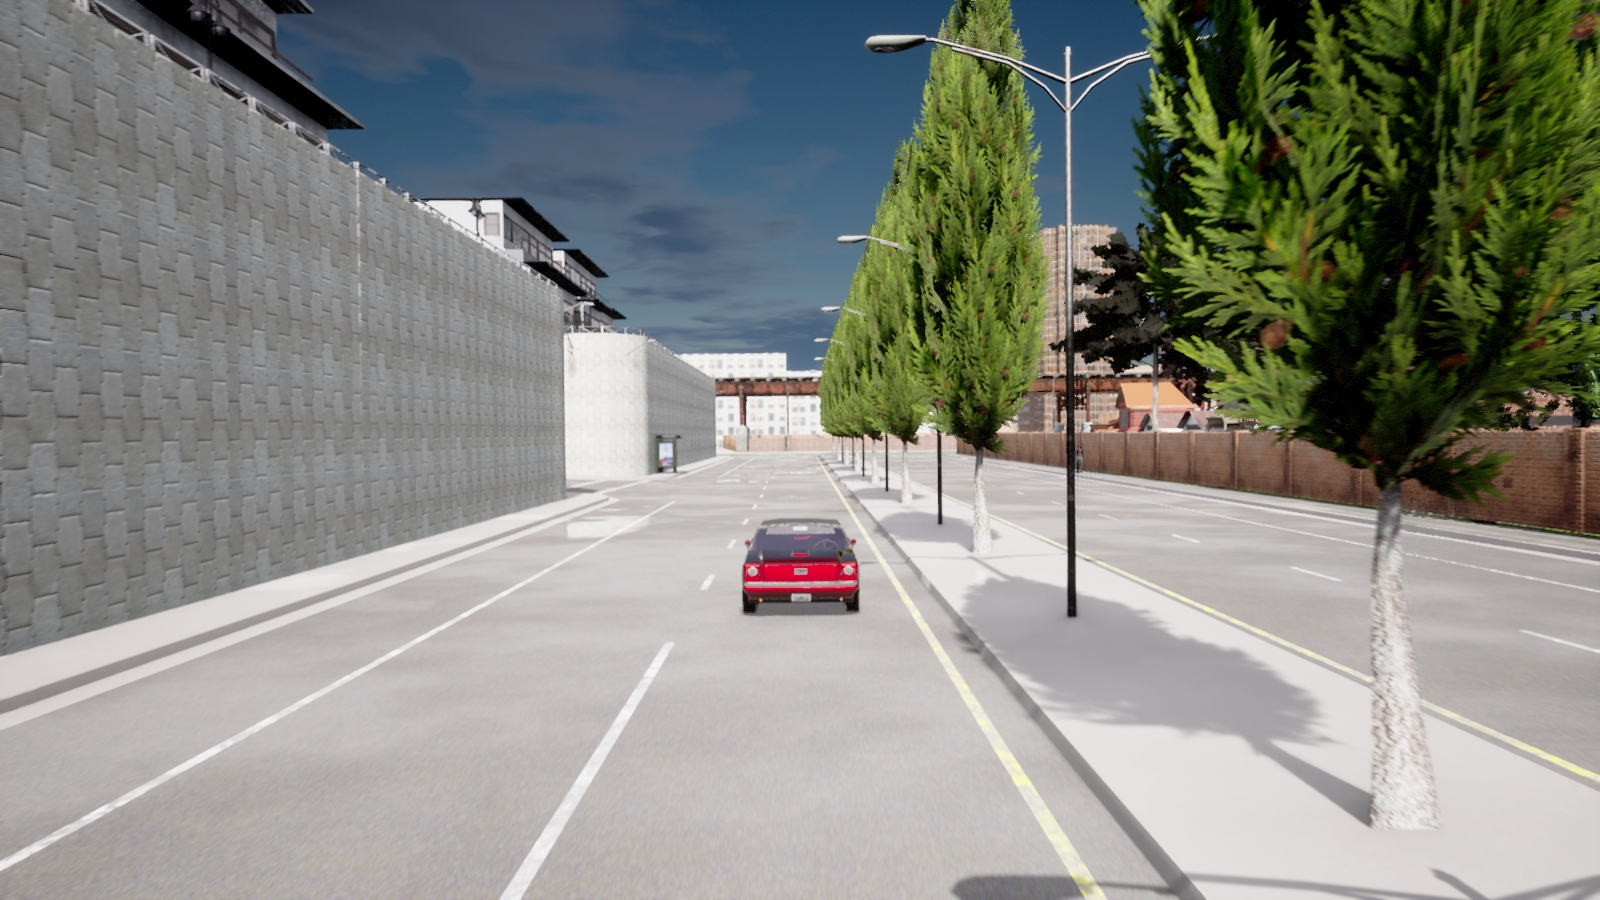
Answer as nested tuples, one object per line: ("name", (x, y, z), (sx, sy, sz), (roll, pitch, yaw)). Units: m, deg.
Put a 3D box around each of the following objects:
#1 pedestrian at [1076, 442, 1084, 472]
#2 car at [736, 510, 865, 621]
("pedestrian", (17.163, 0.431, 70.010), (0.375, 1.860, 0.375), (-1, 1, 1))
("car", (0.012, 1.837, 19.322), (1.895, 1.301, 4.718), (-1, 1, 0))
